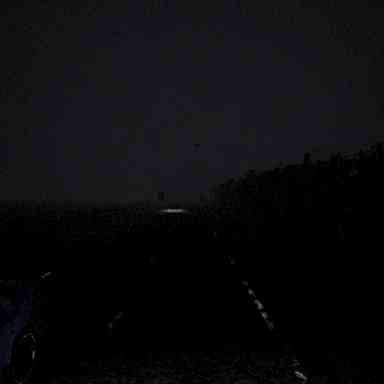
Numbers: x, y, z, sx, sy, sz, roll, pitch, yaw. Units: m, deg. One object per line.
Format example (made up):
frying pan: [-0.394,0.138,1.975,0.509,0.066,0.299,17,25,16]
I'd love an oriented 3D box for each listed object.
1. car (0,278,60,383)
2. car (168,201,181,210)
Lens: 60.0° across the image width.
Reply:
car: [-2.849,1.577,2.581,2.033,1.411,5.357,0,-1,0]
car: [-2.792,2.142,53.800,1.994,1.385,4.181,0,-1,0]
